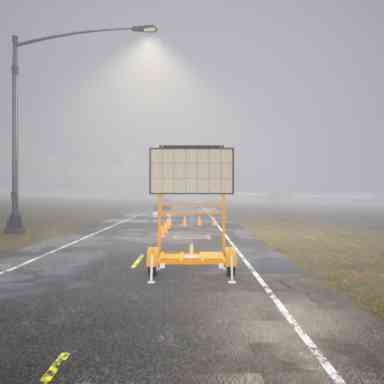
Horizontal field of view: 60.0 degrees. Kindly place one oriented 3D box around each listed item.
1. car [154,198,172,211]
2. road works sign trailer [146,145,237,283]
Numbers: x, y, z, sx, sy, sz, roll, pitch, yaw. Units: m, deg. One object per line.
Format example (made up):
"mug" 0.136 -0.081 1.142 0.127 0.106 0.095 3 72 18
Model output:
"car" -3.527 1.479 40.476 1.882 1.535 5.008 0 0 0
"road works sign trailer" -0.007 0.465 9.602 2.380 3.560 2.880 0 0 0
